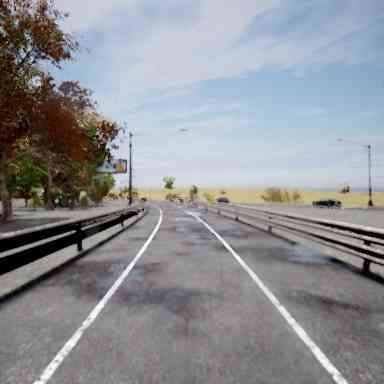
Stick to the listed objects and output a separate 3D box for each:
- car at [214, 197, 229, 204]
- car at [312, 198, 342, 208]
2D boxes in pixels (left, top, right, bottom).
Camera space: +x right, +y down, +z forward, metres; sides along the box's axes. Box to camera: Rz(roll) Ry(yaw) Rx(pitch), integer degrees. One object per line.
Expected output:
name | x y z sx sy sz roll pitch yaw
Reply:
car | 7.257 2.029 82.223 2.097 1.767 4.553 0 -1 -25
car | 21.082 1.718 52.261 2.128 1.511 4.902 0 -1 -25
